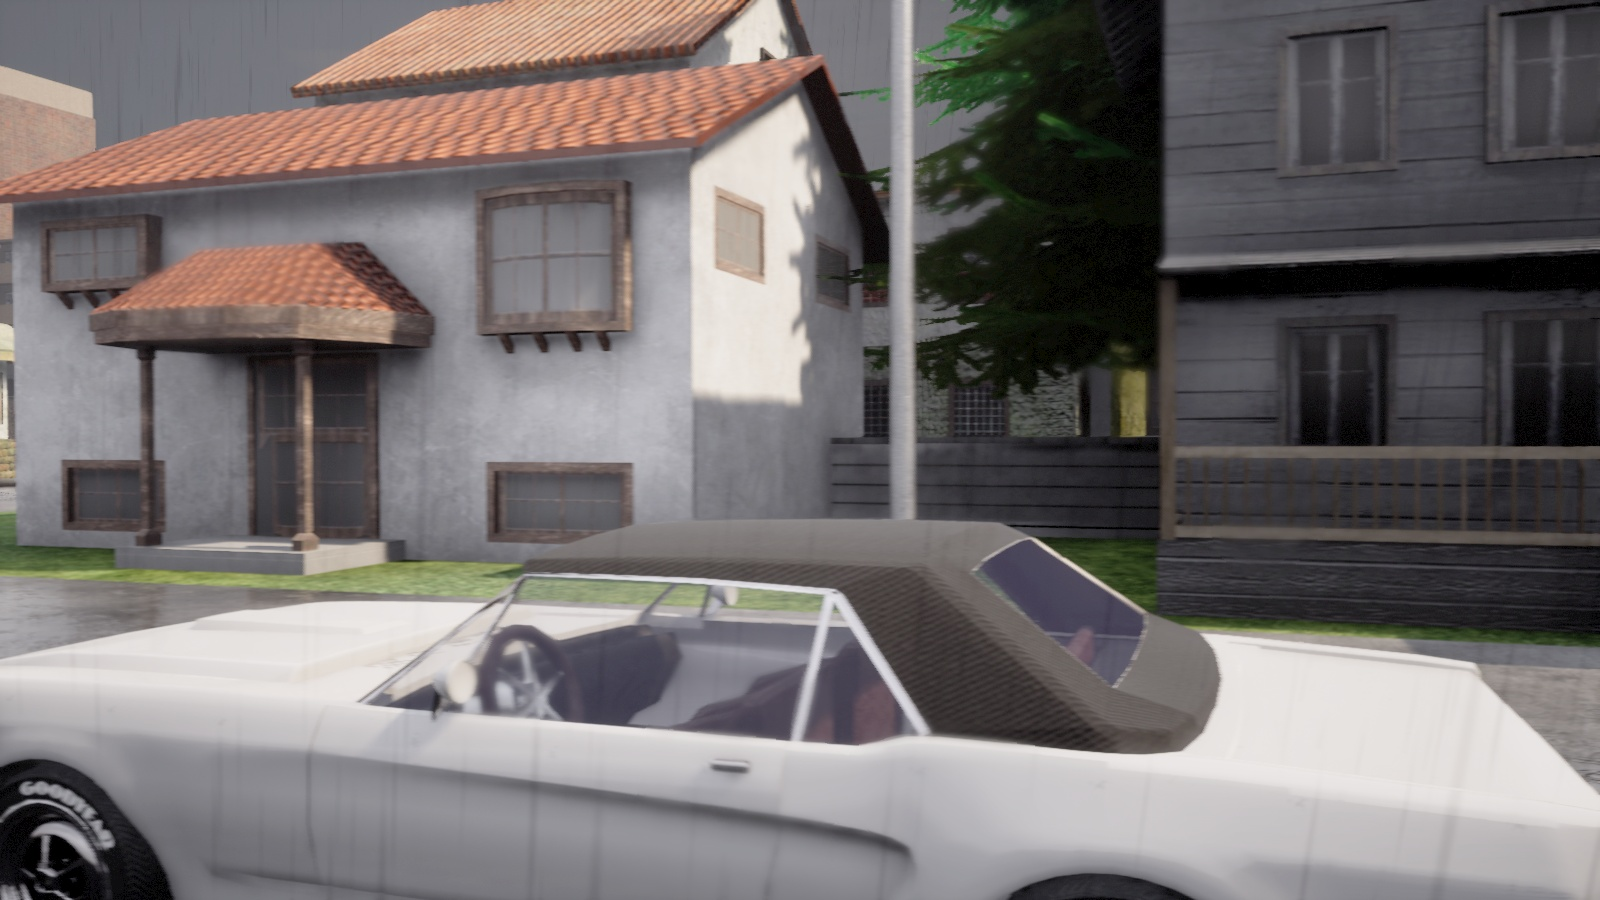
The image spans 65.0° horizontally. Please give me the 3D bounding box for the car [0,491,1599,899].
[{"bbox_3d":[-0.413,0.864,3.862,4.718,1.301,1.895,1,1,19],"label":"car"}]
